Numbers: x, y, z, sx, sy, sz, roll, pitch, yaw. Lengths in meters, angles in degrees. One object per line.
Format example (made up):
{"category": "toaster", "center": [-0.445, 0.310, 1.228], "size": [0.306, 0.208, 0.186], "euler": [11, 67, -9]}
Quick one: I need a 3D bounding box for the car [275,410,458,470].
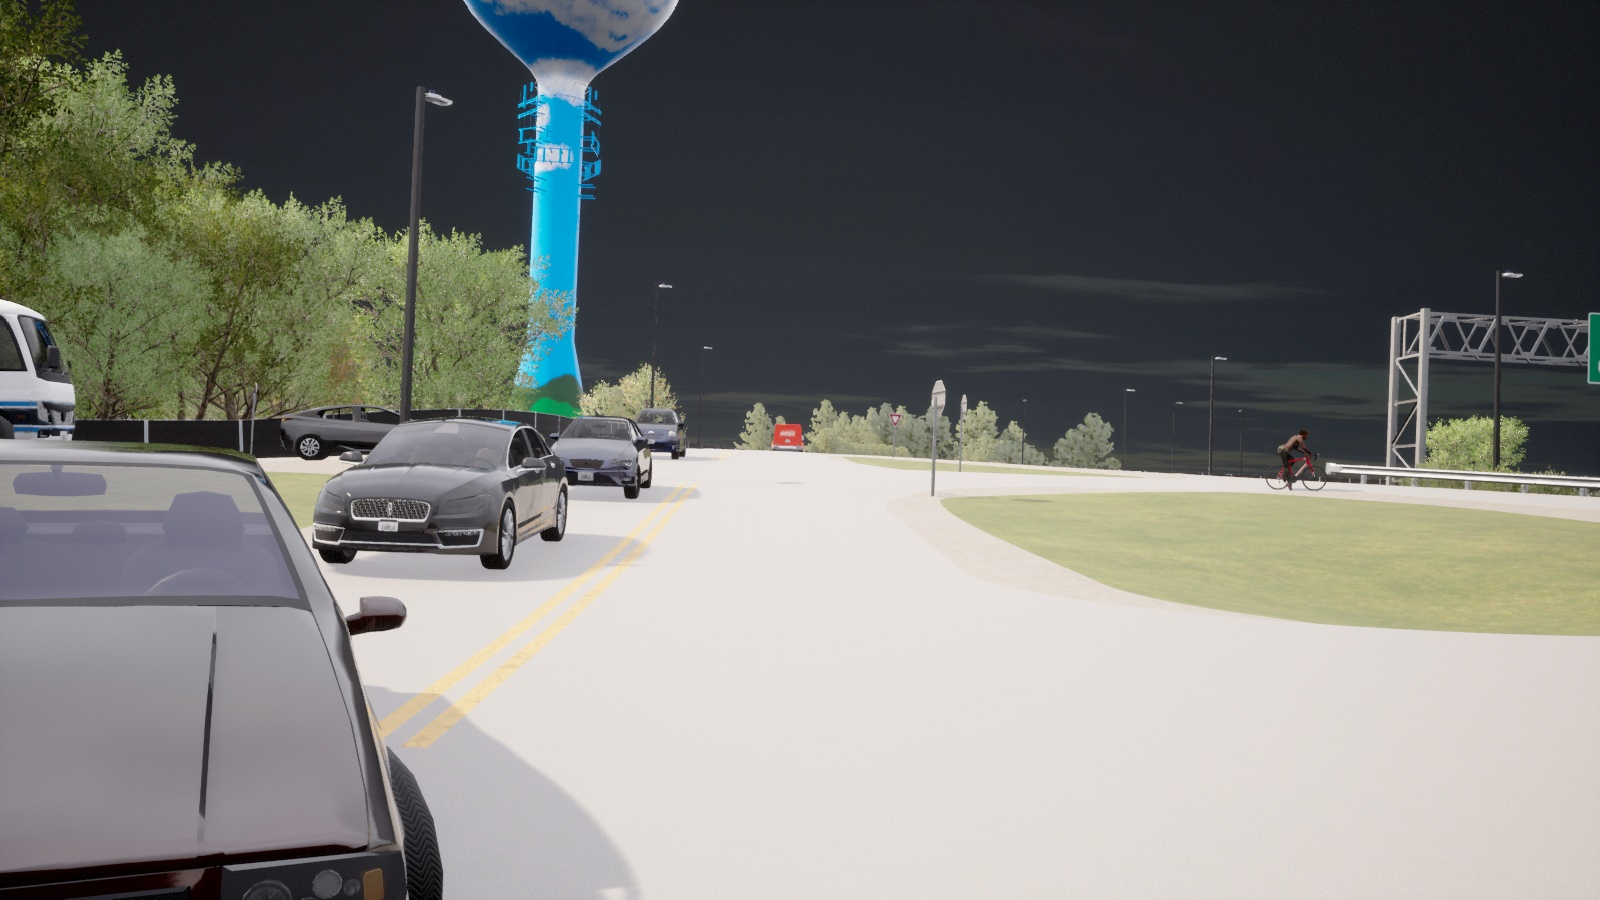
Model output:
{"category": "car", "center": [-11.634, -0.289, 34.010], "size": [4.514, 1.525, 2.007], "euler": [-1, 0, -14]}

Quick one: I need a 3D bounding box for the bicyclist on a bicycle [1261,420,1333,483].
{"category": "bicyclist on a bicycle", "center": [13.155, 0.034, 33.267], "size": [1.656, 1.620, 0.582], "euler": [1, 1, 0]}

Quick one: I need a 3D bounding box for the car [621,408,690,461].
{"category": "car", "center": [-4.687, -0.516, 41.172], "size": [1.851, 1.617, 3.988], "euler": [1, 1, -1]}

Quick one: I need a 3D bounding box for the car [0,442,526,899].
{"category": "car", "center": [-2.554, 0.719, 4.461], "size": [2.033, 1.411, 5.357], "euler": [1, 1, -24]}

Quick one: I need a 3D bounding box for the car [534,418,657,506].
{"category": "car", "center": [-3.842, 0.155, 24.277], "size": [1.816, 1.474, 4.193], "euler": [1, 2, -2]}

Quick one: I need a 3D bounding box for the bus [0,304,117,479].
{"category": "bus", "center": [-23.261, -1.375, 31.335], "size": [10.273, 4.253, 3.944], "euler": [-1, 1, -18]}

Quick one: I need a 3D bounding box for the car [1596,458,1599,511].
{"category": "car", "center": [29.047, 1.206, 41.916], "size": [1.932, 1.855, 4.605], "euler": [1, -1, -1]}

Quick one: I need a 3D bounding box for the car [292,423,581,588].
{"category": "car", "center": [-3.832, 0.468, 14.197], "size": [1.837, 1.490, 4.892], "euler": [1, 2, 0]}
